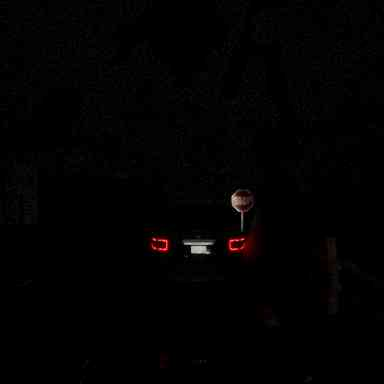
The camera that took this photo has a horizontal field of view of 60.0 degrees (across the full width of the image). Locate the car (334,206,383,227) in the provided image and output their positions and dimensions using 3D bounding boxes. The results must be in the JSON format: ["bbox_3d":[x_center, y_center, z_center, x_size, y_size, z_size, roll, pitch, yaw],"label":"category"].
[{"bbox_3d":[12.267,1.711,22.395,5.008,1.535,1.882,1,-1,0],"label":"car"}]

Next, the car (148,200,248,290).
[{"bbox_3d":[0.116,1.223,9.205,2.150,2.045,5.566,0,0,0],"label":"car"}]

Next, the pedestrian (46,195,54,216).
[{"bbox_3d":[-12.094,1.140,28.368,0.375,1.860,0.375,0,-2,0],"label":"pedestrian"}]
